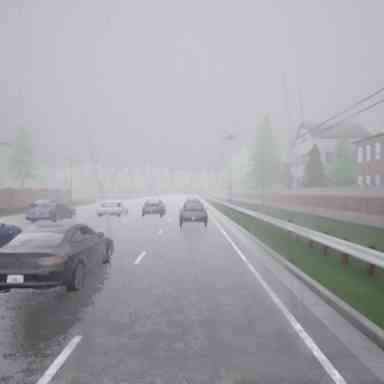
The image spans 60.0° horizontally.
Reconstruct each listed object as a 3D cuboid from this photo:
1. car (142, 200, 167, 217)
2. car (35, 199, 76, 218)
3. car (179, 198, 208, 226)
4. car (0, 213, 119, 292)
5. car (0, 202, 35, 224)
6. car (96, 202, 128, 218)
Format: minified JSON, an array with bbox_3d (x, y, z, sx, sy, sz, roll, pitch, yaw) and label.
[{"bbox_3d":[-3.409,1.433,30.493,2.128,1.511,4.902,0,0,0],"label":"car"},{"bbox_3d":[-10.408,1.499,24.916,2.033,1.411,5.357,0,0,0],"label":"car"},{"bbox_3d":[0.093,1.447,22.994,2.128,1.511,4.902,0,0,0],"label":"car"},{"bbox_3d":[-3.417,1.509,8.724,1.812,1.442,4.674,0,0,0],"label":"car"},{"bbox_3d":[-6.905,1.333,9.921,2.097,1.767,4.553,0,0,0],"label":"car"},{"bbox_3d":[-6.909,1.544,29.352,1.895,1.301,4.718,0,0,0],"label":"car"}]
